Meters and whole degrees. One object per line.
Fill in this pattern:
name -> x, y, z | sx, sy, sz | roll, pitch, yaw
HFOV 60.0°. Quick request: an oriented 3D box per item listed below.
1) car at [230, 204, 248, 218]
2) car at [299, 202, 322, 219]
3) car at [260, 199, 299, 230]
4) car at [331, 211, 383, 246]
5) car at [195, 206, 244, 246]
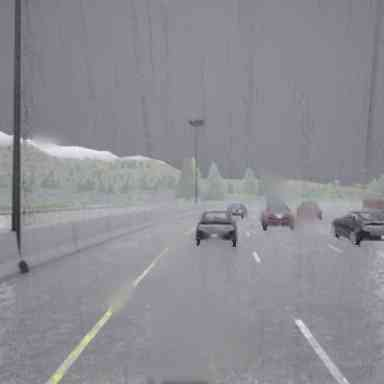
car -> 4.681, 1.937, 34.473 | 2.033, 1.411, 5.357 | 0, -1, 15
car -> 11.716, 1.750, 33.510 | 2.097, 1.767, 4.553 | 0, -1, 14
car -> 5.884, 1.622, 23.252 | 2.097, 1.767, 4.553 | 0, -1, 9
car -> 8.287, 1.691, 16.172 | 2.128, 1.511, 4.902 | 0, -1, 7
car -> 1.267, 1.674, 16.333 | 2.128, 1.511, 4.902 | 0, -1, 7
